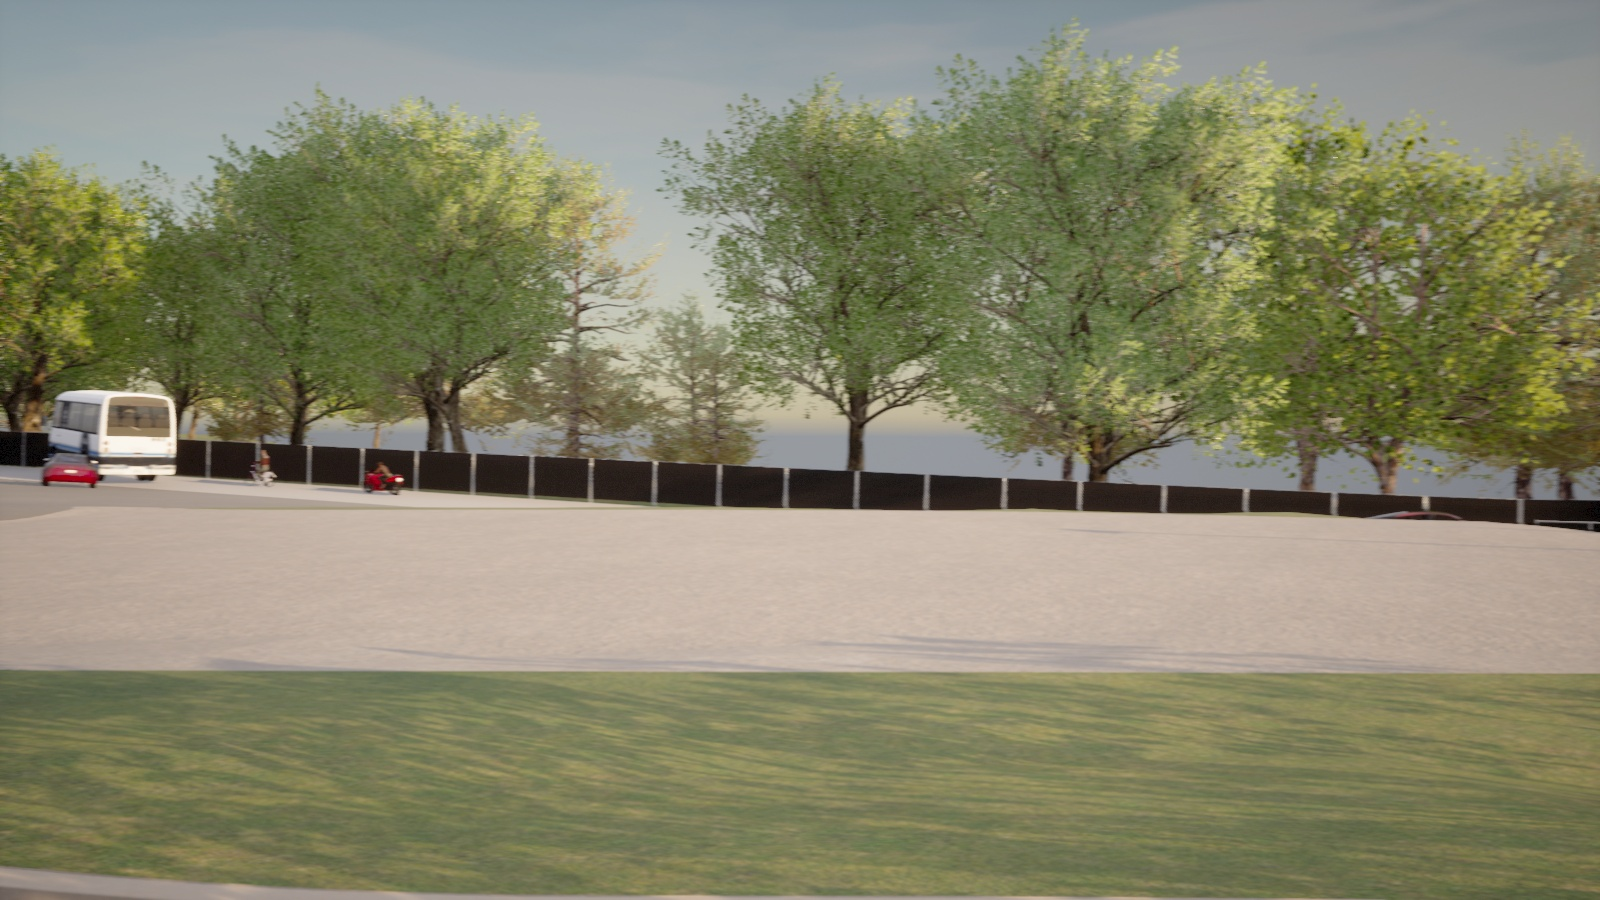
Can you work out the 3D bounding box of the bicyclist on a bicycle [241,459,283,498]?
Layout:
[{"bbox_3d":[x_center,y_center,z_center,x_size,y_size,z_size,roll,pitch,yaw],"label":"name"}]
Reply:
[{"bbox_3d":[-25.443,1.330,59.403,1.843,1.776,0.659,2,2,20],"label":"bicyclist on a bicycle"}]

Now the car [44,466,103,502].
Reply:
[{"bbox_3d":[-30.352,1.391,52.399,1.994,1.385,4.181,3,-2,-31],"label":"car"}]

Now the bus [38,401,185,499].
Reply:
[{"bbox_3d":[-33.986,-0.140,61.714,3.944,4.253,10.273,0,2,-42],"label":"bus"}]

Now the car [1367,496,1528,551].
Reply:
[{"bbox_3d":[21.065,2.366,41.082,4.514,1.525,2.007,0,1,22],"label":"car"}]

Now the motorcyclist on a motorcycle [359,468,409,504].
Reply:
[{"bbox_3d":[-18.887,1.629,57.072,2.044,1.523,0.797,3,2,18],"label":"motorcyclist on a motorcycle"}]
